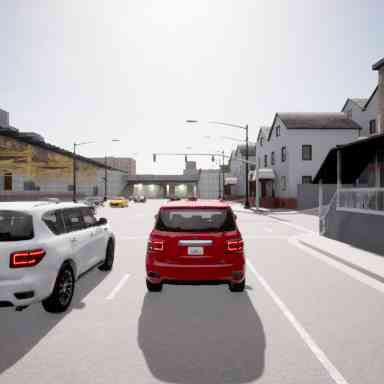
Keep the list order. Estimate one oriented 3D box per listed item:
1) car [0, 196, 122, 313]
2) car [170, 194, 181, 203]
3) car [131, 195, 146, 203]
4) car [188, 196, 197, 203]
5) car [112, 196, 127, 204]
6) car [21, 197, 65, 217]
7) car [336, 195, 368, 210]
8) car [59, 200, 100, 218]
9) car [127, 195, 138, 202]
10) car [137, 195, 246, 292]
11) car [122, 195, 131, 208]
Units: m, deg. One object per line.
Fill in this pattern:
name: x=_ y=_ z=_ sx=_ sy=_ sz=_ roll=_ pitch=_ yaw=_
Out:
car: x=-3.409 y=1.221 z=7.806 sx=2.150 sy=2.045 sz=5.566 roll=0 pitch=0 yaw=1
car: x=-3.336 y=1.352 z=69.200 sx=2.097 sy=1.767 sz=4.553 roll=0 pitch=0 yaw=0
car: x=-10.354 y=1.492 z=66.847 sx=2.128 sy=1.511 sz=4.902 roll=0 pitch=0 yaw=1
car: x=0.162 y=1.503 z=69.222 sx=1.837 sy=1.490 sz=4.892 roll=0 pitch=0 yaw=0
car: x=-13.888 y=1.564 z=63.789 sx=1.994 sy=1.385 sz=4.181 roll=0 pitch=0 yaw=1
car: x=-14.026 y=1.352 z=31.602 sx=2.097 sy=1.767 sz=4.553 roll=0 pitch=0 yaw=0
car: x=14.229 y=1.057 z=28.762 sx=4.181 sy=1.385 sz=1.994 roll=-14 pitch=0 yaw=-1
car: x=-10.526 y=1.549 z=31.500 sx=2.033 sy=1.411 sz=5.357 roll=0 pitch=0 yaw=0
car: x=-13.816 y=1.483 z=77.560 sx=1.812 sy=1.442 sz=4.674 roll=0 pitch=0 yaw=0
car: x=0.099 y=1.221 z=9.068 sx=2.150 sy=2.045 sz=5.566 roll=0 pitch=0 yaw=1
car: x=-10.483 y=1.477 z=47.736 sx=1.882 sy=1.535 sz=5.008 roll=0 pitch=0 yaw=0
